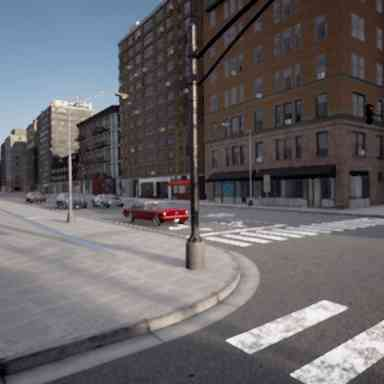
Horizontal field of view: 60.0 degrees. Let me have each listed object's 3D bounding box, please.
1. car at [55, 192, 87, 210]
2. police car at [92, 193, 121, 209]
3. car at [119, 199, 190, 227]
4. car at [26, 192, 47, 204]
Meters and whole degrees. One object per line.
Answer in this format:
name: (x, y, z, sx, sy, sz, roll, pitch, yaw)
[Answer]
car: (-12.078, 0.818, 33.165, 2.097, 1.767, 4.553, -1, 1, -36)
police car: (-8.540, 0.921, 33.974, 2.038, 1.542, 4.974, -1, 1, -36)
car: (-2.165, 1.181, 19.363, 1.895, 1.301, 4.718, -1, 1, -38)
car: (-22.371, 0.758, 47.652, 2.097, 1.767, 4.553, -1, 1, -36)
